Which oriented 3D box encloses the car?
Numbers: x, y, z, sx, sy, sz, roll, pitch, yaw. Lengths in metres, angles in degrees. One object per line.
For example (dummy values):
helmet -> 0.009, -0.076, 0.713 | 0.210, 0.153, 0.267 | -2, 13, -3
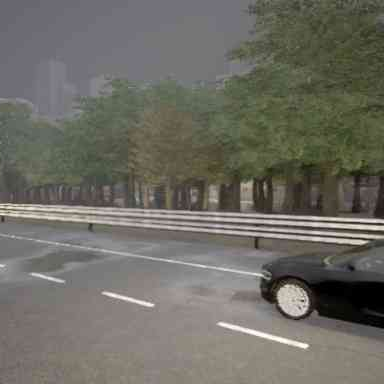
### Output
car -> 3.600, 1.496, 5.601 | 5.008, 1.535, 1.882 | 0, 0, 35
